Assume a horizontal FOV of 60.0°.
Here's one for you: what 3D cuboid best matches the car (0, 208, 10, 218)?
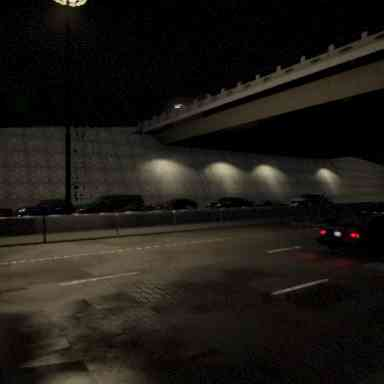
[{"bbox_3d":[-16.876,1.596,26.338,4.718,1.301,1.895,0,0,-35],"label":"car"}]

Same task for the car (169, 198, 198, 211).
[{"bbox_3d":[-1.588,1.458,37.196,4.892,1.490,1.837,1,0,-35],"label":"car"}]

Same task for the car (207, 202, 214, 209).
[{"bbox_3d":[3.886,1.292,36.802,4.553,1.767,2.097,0,0,-35],"label":"car"}]

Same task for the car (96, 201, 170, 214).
[{"bbox_3d":[-3.953,1.541,22.647,4.181,1.385,1.994,0,0,-35],"label":"car"}]

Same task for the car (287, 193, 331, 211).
[{"bbox_3d":[14.033,1.139,39.698,5.566,2.045,2.150,0,0,-35],"label":"car"}]

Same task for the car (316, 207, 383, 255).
[{"bbox_3d":[7.137,1.515,13.130,5.357,1.411,2.033,0,0,-36],"label":"car"}]

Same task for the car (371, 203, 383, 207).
[{"bbox_3d":[13.001,1.436,21.616,4.902,1.511,2.128,0,0,-35],"label":"car"}]

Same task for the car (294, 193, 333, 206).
[{"bbox_3d":[12.623,1.279,34.425,4.553,1.767,2.097,0,0,-35],"label":"car"}]

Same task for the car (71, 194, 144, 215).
[{"bbox_3d":[-6.174,1.198,25.370,5.566,2.045,2.150,0,0,-35],"label":"car"}]

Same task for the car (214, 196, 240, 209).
[{"bbox_3d":[4.707,1.303,33.018,4.181,1.385,1.994,0,0,-35],"label":"car"}]

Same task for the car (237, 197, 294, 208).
[{"bbox_3d":[6.715,1.346,30.151,4.718,1.301,1.895,0,0,-35],"label":"car"}]

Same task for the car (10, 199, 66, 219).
[{"bbox_3d":[-11.318,1.337,26.001,4.553,1.767,2.097,0,0,-35],"label":"car"}]
